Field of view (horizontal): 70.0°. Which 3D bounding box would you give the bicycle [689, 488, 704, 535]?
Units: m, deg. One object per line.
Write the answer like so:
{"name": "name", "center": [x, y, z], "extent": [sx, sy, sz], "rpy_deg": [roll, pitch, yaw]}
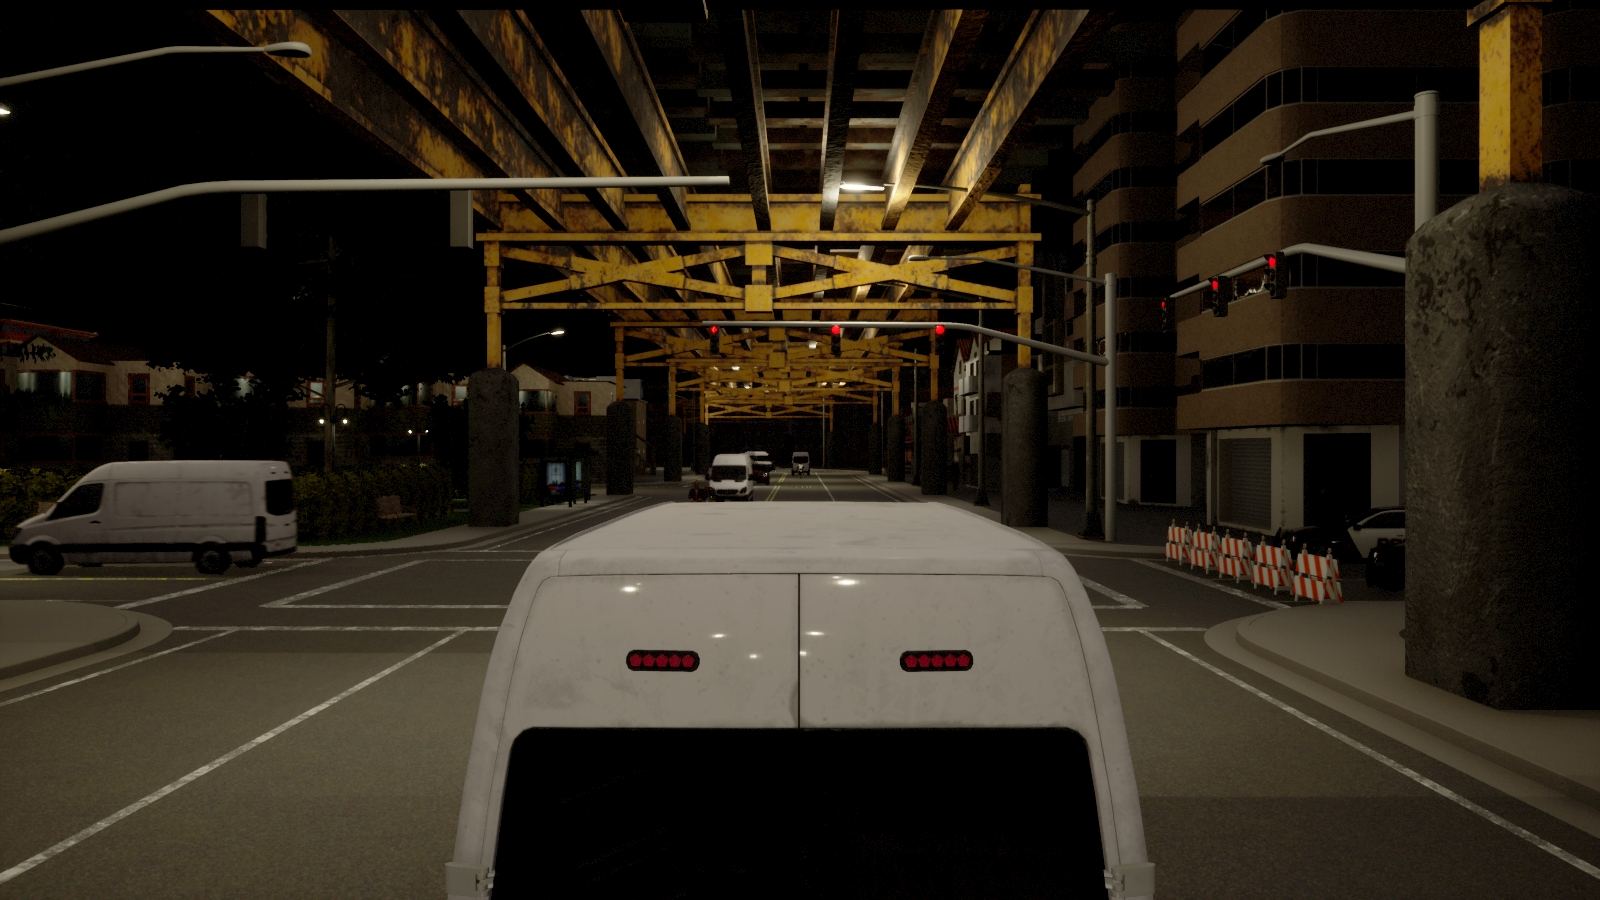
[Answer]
{"name": "bicycle", "center": [-3.464, 2.031, 38.221], "extent": [0.329, 1.496, 1.835], "rpy_deg": [0, 0, 0]}

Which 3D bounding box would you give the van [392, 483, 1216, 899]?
{"name": "van", "center": [0.015, 1.531, 5.717], "extent": [1.988, 2.561, 5.915], "rpy_deg": [0, 0, 0]}

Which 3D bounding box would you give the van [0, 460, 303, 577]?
{"name": "van", "center": [-14.834, 1.523, 26.304], "extent": [5.915, 2.561, 1.988], "rpy_deg": [0, 0, -2]}
